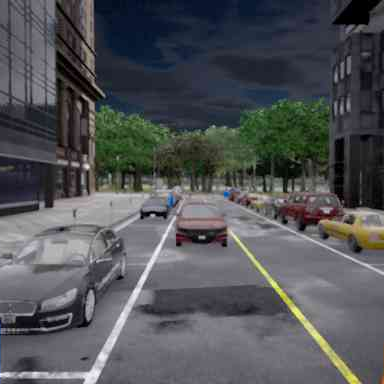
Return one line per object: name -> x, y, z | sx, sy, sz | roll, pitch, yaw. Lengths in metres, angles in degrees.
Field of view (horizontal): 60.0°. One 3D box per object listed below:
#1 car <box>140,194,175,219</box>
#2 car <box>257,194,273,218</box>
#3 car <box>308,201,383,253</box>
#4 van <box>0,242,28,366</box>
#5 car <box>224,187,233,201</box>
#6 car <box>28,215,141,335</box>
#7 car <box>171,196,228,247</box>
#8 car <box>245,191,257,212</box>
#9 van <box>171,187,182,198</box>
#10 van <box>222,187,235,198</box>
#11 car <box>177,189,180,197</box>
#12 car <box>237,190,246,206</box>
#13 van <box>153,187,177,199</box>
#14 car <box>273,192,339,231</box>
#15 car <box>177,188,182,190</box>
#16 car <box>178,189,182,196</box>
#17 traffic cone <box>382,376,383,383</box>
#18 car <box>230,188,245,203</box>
car -> -2.442, 1.036, 22.884 | 1.947, 1.339, 4.313 | 0, 1, 0
car -> 6.083, 1.034, 22.895 | 2.008, 1.369, 4.403 | 0, 1, 0
car -> 6.097, 1.253, 12.192 | 1.752, 1.417, 4.829 | 0, 1, 0
van -> -2.413, 1.308, 1.134 | 1.690, 1.788, 3.998 | 0, 1, 0
car -> 6.054, 0.309, 44.635 | 2.192, 1.841, 5.009 | 0, 1, 0
car -> -2.420, 1.393, 6.575 | 2.008, 1.369, 4.403 | 0, 1, 0
car -> 0.334, 1.166, 13.506 | 1.882, 1.535, 5.008 | 0, 2, 0
car -> 6.075, 0.882, 28.501 | 1.752, 1.417, 4.829 | 0, 1, 0
van -> -2.486, 0.078, 55.496 | 1.690, 1.788, 3.998 | 0, 1, 0
van -> 6.039, 0.091, 55.508 | 1.690, 1.788, 3.998 | 0, 1, 0
car -> -2.457, 0.754, 33.586 | 1.752, 1.417, 4.829 | 0, 1, 0
car -> 6.068, 0.783, 33.768 | 1.887, 1.381, 4.507 | 0, 1, 0
van -> -2.449, 0.688, 28.315 | 1.690, 1.788, 3.998 | 0, 1, 0
car -> 6.090, 0.922, 17.454 | 2.192, 1.841, 5.009 | 0, 1, 0
car -> -2.471, 0.509, 44.458 | 1.752, 1.417, 4.829 | 0, 1, 0
car -> -2.464, 0.668, 39.193 | 1.947, 1.339, 4.313 | 0, 1, 0
traffic cone -> 2.072, 1.877, 3.421 | 0.340, 0.580, 0.340 | 0, 1, 0
car -> 6.061, 0.556, 39.201 | 1.967, 1.590, 4.097 | 0, 1, 0
